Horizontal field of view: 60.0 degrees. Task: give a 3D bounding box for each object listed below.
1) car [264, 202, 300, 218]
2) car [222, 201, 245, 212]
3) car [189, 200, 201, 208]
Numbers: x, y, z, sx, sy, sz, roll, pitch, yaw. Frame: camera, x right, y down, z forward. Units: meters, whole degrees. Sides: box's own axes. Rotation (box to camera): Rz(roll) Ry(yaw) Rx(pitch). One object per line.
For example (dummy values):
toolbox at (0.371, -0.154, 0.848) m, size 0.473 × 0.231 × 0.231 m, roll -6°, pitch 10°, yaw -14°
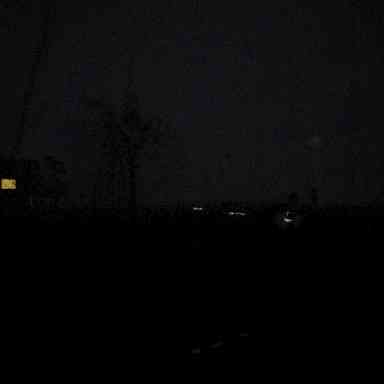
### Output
car at (8.895, 1.825, 33.253) m, size 1.837 × 1.490 × 4.892 m, roll 1°, pitch 0°, yaw -15°
car at (5.606, 2.030, 45.922) m, size 1.837 × 1.490 × 4.892 m, roll 1°, pitch -1°, yaw -14°
car at (0.465, 2.359, 66.134) m, size 2.128 × 1.511 × 4.902 m, roll 1°, pitch -1°, yaw -14°
